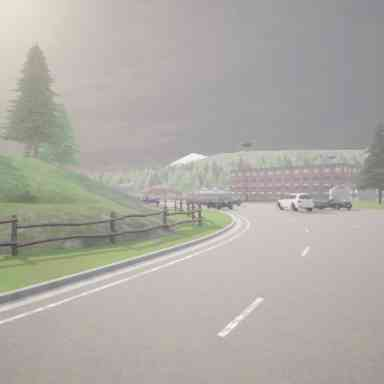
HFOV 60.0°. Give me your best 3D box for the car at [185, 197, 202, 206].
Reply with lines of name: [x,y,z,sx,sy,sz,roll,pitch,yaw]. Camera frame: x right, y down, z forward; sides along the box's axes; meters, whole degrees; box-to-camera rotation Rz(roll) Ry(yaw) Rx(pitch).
car: [0.655,1.564,55.561,1.994,1.385,4.181,0,0,-37]

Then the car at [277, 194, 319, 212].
car: [12.107,1.221,39.196,2.150,2.045,5.566,0,0,-13]

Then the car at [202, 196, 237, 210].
car: [3.484,1.352,43.614,2.097,1.767,4.553,0,0,-22]

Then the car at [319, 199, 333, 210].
car: [15.077,1.547,42.750,2.033,1.411,5.357,0,0,-17]

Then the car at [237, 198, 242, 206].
car: [6.074,1.526,53.950,1.812,1.442,4.674,0,0,-34]

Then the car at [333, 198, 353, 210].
car: [18.556,1.526,42.697,1.812,1.442,4.674,0,0,-13]

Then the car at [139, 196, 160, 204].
car: [-7.766,1.478,60.270,1.882,1.535,5.008,0,0,-42]
